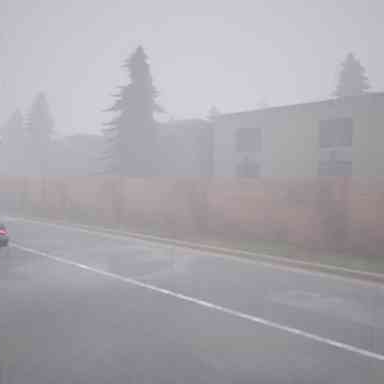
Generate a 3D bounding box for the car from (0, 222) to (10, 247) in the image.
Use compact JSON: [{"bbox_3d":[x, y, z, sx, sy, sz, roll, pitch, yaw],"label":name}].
[{"bbox_3d":[-7.889,1.144,10.860,5.357,1.411,2.033,2,2,40],"label":"car"}]
